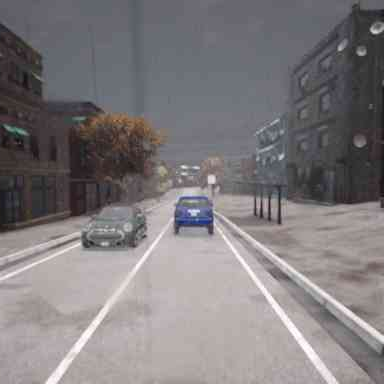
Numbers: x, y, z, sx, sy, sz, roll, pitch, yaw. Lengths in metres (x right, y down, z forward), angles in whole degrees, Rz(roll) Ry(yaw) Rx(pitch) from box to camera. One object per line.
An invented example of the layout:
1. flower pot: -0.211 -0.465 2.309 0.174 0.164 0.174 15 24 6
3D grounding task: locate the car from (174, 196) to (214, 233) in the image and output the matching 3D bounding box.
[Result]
1. car: 0.096 1.237 19.715 2.150 2.045 5.566 0 0 0

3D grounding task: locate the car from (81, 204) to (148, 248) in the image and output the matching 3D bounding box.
1. car: -3.249 1.359 14.727 2.097 1.767 4.553 0 0 0

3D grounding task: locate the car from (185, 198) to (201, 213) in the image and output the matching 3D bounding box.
1. car: 0.115 1.498 38.234 1.812 1.442 4.674 0 0 0
